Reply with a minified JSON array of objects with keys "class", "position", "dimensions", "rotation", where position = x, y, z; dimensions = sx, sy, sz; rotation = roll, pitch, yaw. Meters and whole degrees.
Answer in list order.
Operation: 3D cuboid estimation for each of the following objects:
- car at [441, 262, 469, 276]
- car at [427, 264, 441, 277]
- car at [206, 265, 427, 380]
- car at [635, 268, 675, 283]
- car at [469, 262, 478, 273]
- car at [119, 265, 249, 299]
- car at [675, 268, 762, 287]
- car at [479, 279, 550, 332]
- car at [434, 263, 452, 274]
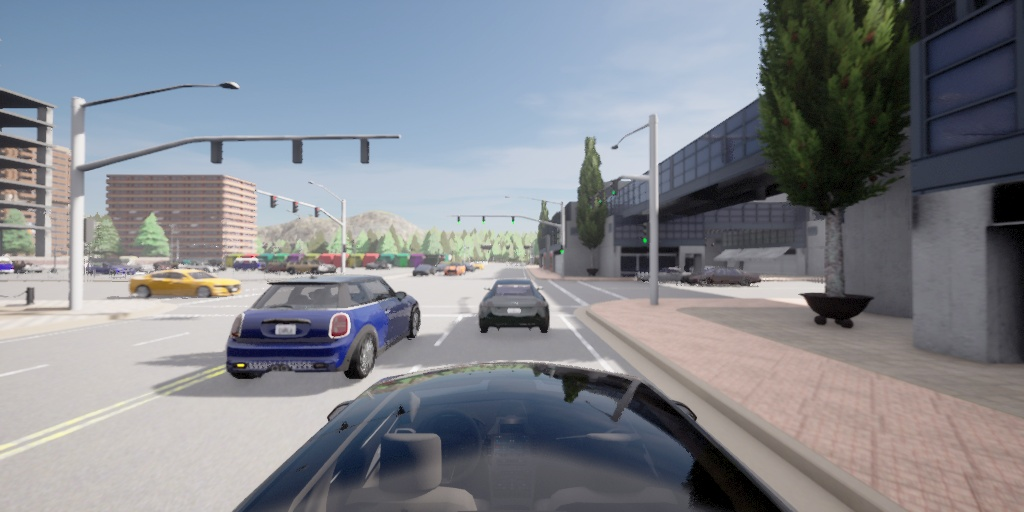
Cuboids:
[{"class":"car","position":[-7.200,1.586,45.423],"dimensions":[2.097,1.767,4.553],"rotation":[0,-1,1]},{"class":"car","position":[-10.729,1.768,44.173],"dimensions":[2.033,1.411,5.357],"rotation":[0,-1,1]},{"class":"car","position":[-3.441,1.166,7.569],"dimensions":[2.097,1.767,4.553],"rotation":[0,-1,0]},{"class":"car","position":[13.017,1.669,30.449],"dimensions":[4.718,1.301,1.895],"rotation":[0,-1,0]},{"class":"car","position":[-6.947,1.917,56.161],"dimensions":[1.994,1.385,4.181],"rotation":[0,-1,2]},{"class":"car","position":[-17.293,1.469,19.124],"dimensions":[5.008,1.535,1.882],"rotation":[1,-1,-1]},{"class":"car","position":[15.626,1.577,26.940],"dimensions":[5.357,1.411,2.033],"rotation":[0,-1,0]},{"class":"car","position":[0.056,1.420,11.338],"dimensions":[1.994,1.385,4.181],"rotation":[0,-1,0]},{"class":"car","position":[-10.489,1.862,54.661],"dimensions":[1.812,1.442,4.674],"rotation":[0,0,2]}]
